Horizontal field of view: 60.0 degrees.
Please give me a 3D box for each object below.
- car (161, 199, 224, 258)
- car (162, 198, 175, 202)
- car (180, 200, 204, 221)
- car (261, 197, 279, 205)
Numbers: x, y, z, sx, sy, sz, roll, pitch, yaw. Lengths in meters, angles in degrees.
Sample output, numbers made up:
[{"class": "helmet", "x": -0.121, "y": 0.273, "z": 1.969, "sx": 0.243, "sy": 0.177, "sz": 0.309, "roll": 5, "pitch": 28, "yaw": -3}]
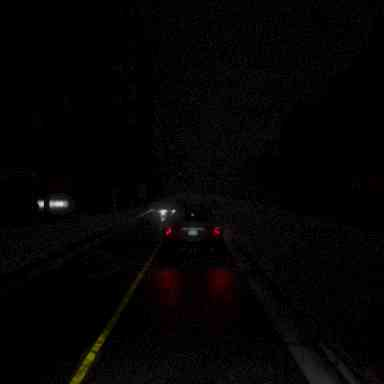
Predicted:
[{"class": "car", "x": 0.045, "y": 1.336, "z": 12.903, "sx": 2.097, "sy": 1.767, "sz": 4.553, "roll": 0, "pitch": 0, "yaw": 0}, {"class": "car", "x": -2.803, "y": 1.445, "z": 42.080, "sx": 1.812, "sy": 1.442, "sz": 4.674, "roll": 0, "pitch": 0, "yaw": 0}, {"class": "car", "x": 0.044, "y": 1.463, "z": 27.992, "sx": 1.837, "sy": 1.490, "sz": 4.892, "roll": 0, "pitch": 1, "yaw": 0}, {"class": "car", "x": 13.890, "y": 1.473, "z": 55.159, "sx": 4.829, "sy": 1.417, "sz": 1.752, "roll": 0, "pitch": -1, "yaw": 0}]
